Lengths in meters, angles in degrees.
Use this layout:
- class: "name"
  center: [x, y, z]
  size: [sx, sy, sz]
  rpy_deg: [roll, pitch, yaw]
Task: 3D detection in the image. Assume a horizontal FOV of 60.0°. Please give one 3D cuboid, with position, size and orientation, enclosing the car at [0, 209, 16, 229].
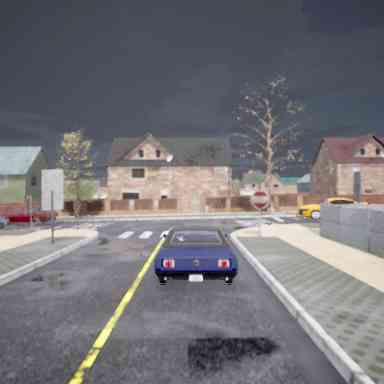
- class: "car"
  center: [-14.668, 1.865, 22.062]
  size: [4.674, 1.442, 1.812]
  rpy_deg: [-1, 1, 0]

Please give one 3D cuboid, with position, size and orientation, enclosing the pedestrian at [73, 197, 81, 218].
- class: "pedestrian"
  center: [-9.648, 1.280, 27.924]
  size: [0.375, 1.860, 0.375]
  rpy_deg: [0, 2, 0]

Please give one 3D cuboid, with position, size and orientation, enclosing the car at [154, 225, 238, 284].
- class: "car"
  center: [0.097, 1.607, 9.559]
  size: [1.895, 1.301, 4.718]
  rpy_deg: [0, 0, 0]

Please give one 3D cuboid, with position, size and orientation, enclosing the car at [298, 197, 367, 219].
- class: "car"
  center: [10.560, 1.180, 25.046]
  size: [5.008, 1.535, 1.882]
  rpy_deg: [-1, 1, 0]

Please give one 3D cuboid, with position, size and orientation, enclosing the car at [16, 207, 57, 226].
- class: "car"
  center: [-12.900, 1.854, 25.194]
  size: [4.718, 1.301, 1.895]
  rpy_deg: [-1, 1, -2]
